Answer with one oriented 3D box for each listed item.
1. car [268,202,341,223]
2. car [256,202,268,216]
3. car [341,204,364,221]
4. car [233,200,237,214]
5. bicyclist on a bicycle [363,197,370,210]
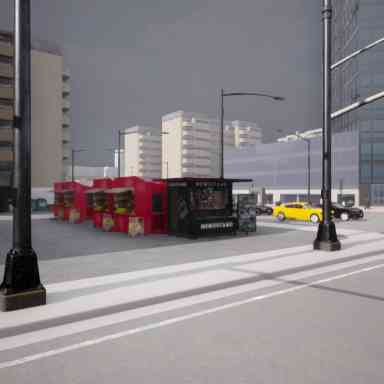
[{"bbox_3d":[8.948,1.589,26.838,1.882,1.535,5.008,0,-1,-38],"label":"car"},{"bbox_3d":[6.771,1.778,35.835,1.994,1.385,4.181,0,-1,-36],"label":"car"},{"bbox_3d":[12.052,1.587,28.553,1.882,1.535,5.008,0,-1,-36],"label":"car"},{"bbox_3d":[3.127,1.455,34.907,2.150,2.045,5.566,0,-1,-36],"label":"car"},{"bbox_3d":[22.309,1.466,42.475,1.656,1.620,0.582,0,0,-36],"label":"bicyclist on a bicycle"}]
